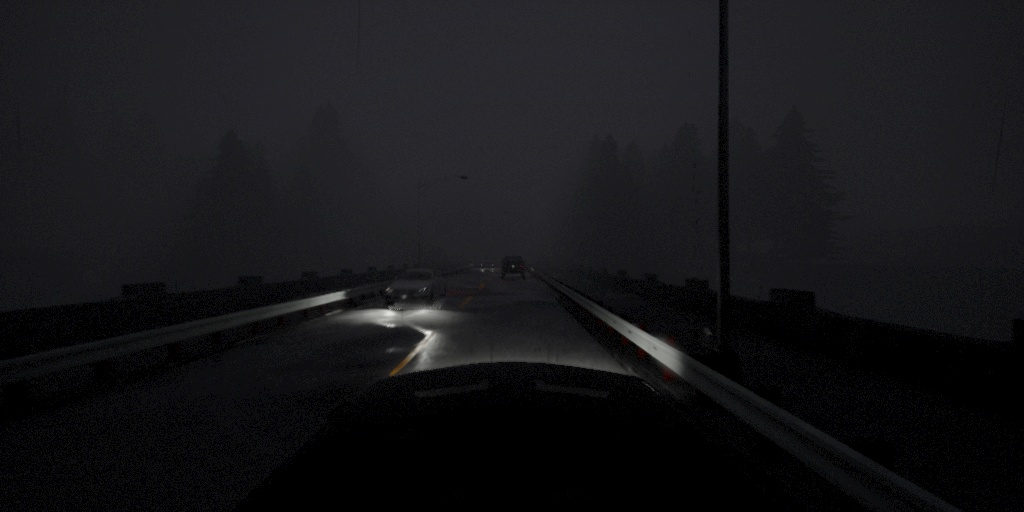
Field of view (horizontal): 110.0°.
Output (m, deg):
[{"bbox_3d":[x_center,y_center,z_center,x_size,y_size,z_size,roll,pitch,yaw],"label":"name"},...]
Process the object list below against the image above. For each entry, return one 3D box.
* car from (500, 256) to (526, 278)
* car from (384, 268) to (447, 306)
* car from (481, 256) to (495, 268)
[{"bbox_3d":[0.097,0.990,33.679,2.150,2.045,5.566,0,0,0],"label":"car"},{"bbox_3d":[-4.100,1.284,15.954,1.812,1.442,4.674,0,0,0],"label":"car"},{"bbox_3d":[-4.021,1.015,60.962,2.150,2.045,5.566,0,0,0],"label":"car"}]
